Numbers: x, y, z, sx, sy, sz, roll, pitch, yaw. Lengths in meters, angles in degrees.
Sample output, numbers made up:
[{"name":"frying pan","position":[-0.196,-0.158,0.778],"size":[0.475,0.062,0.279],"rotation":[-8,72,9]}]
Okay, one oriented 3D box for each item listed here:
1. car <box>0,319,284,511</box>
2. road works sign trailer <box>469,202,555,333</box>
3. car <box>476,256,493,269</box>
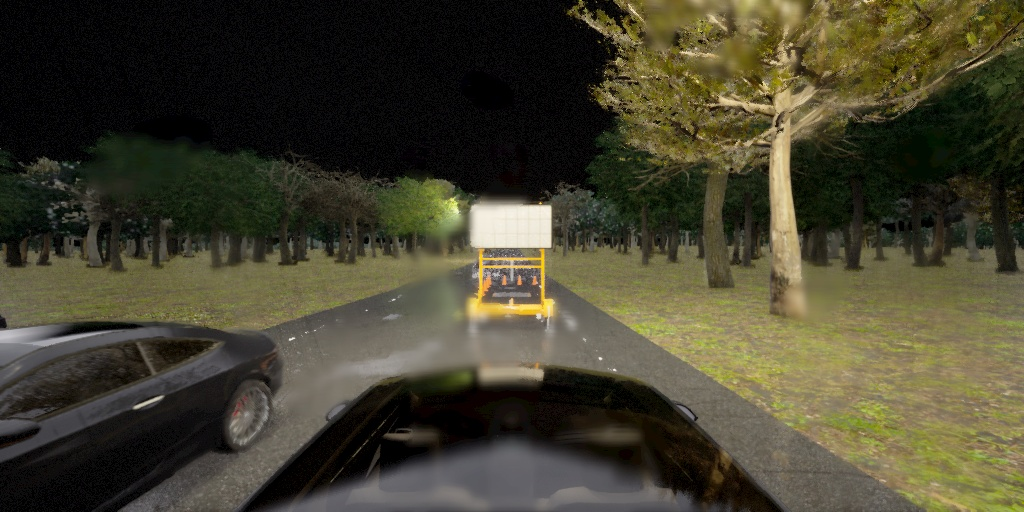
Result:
[{"name":"car","position":[-3.601,1.276,2.430],"size":[1.812,1.442,4.674],"rotation":[0,0,0]},{"name":"road works sign trailer","position":[-0.004,0.194,10.718],"size":[2.380,3.560,2.880],"rotation":[0,0,0]},{"name":"car","position":[-3.518,0.769,45.952],"size":[2.128,1.511,4.902],"rotation":[0,1,0]}]
